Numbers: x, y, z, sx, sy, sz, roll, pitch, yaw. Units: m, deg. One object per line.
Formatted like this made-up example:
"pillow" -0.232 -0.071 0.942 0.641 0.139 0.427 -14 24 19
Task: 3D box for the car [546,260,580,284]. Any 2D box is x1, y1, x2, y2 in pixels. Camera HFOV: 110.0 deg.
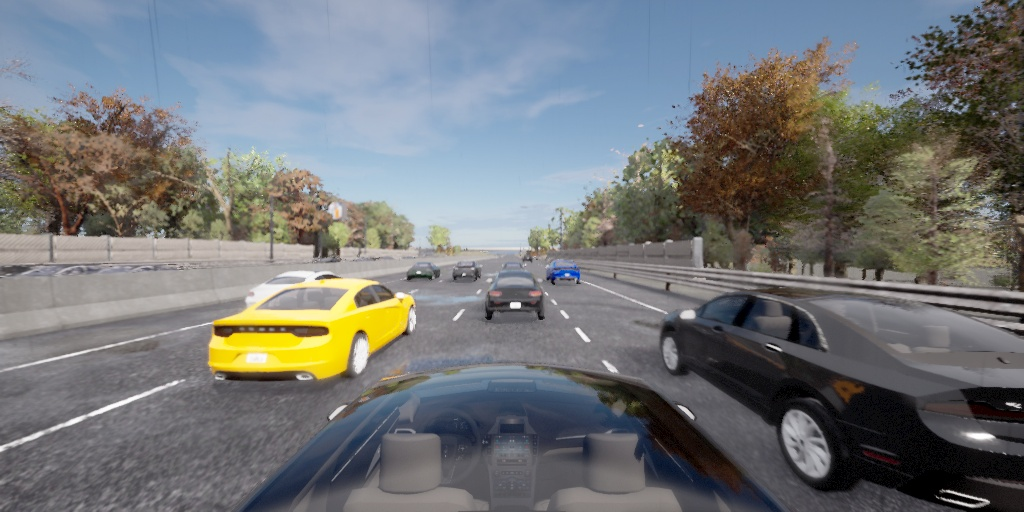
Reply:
"car" 3.493 1.035 25.160 1.882 1.535 5.008 0 0 0

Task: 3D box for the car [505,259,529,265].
"car" 0.095 1.171 28.613 1.994 1.385 4.181 0 0 0

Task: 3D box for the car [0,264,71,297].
"car" -24.604 1.171 16.798 1.837 1.490 4.892 0 0 0

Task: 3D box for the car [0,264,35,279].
"car" -21.103 1.157 16.854 2.128 1.511 4.902 0 0 0

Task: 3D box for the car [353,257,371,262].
"car" -24.544 0.950 59.307 2.128 1.511 4.902 0 0 1

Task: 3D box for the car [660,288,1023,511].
"car" 3.499 1.151 4.489 1.837 1.490 4.892 0 0 2

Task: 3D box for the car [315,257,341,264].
"car" -28.059 0.955 54.874 1.882 1.535 5.008 0 0 1

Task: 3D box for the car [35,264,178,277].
"car" -17.604 1.159 16.545 2.128 1.511 4.902 0 0 0

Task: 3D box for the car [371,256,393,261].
"car" -21.052 0.809 59.486 2.097 1.767 4.553 0 0 1

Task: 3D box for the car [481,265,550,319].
"car" 0.097 1.216 12.450 1.812 1.442 4.674 0 0 0

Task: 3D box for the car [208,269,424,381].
"car" -3.400 1.196 7.248 1.882 1.535 5.008 0 0 0

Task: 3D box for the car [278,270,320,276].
"car" -6.901 1.216 12.347 1.812 1.442 4.674 0 0 0

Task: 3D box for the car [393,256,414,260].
"car" -17.556 0.809 59.559 2.097 1.767 4.553 0 0 1

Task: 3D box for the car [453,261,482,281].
"car" -3.407 1.102 27.907 2.128 1.511 4.902 0 0 0

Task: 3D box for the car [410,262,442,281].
"car" -6.905 1.171 28.563 1.994 1.385 4.181 0 0 0
